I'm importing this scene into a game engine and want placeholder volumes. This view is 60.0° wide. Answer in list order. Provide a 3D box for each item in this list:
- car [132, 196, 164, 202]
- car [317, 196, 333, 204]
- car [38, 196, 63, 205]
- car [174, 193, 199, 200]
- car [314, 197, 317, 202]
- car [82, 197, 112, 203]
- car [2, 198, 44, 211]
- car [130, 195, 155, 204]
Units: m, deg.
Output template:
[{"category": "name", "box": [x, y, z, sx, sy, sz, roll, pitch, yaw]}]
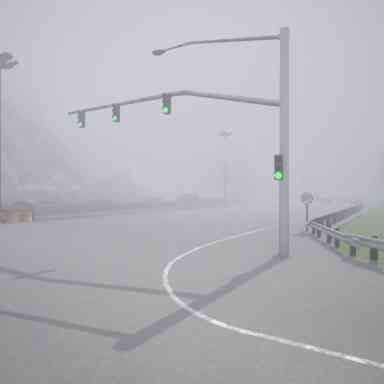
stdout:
[{"category": "car", "box": [-5.763, 1.432, 46.756, 2.128, 1.511, 4.902, 0, 0, 32]}, {"category": "car", "box": [25.604, 1.549, 63.310, 1.994, 1.385, 4.181, 0, 0, 16]}, {"category": "car", "box": [-19.677, 1.268, 44.397, 2.097, 1.767, 4.553, 0, 0, 32]}, {"category": "car", "box": [-0.798, 1.163, 54.912, 2.150, 2.045, 5.566, 0, 0, 29]}, {"category": "car", "box": [28.159, 1.520, 72.898, 2.033, 1.411, 5.357, 0, 0, 7]}, {"category": "car", "box": [-10.791, 1.540, 38.800, 1.895, 1.301, 4.718, 0, 0, 33]}, {"category": "car", "box": [-16.218, 1.501, 30.288, 1.994, 1.385, 4.181, 0, 0, 33]}, {"category": "car", "box": [-9.090, 1.412, 61.557, 2.128, 1.511, 4.902, 0, 0, 28]}]
